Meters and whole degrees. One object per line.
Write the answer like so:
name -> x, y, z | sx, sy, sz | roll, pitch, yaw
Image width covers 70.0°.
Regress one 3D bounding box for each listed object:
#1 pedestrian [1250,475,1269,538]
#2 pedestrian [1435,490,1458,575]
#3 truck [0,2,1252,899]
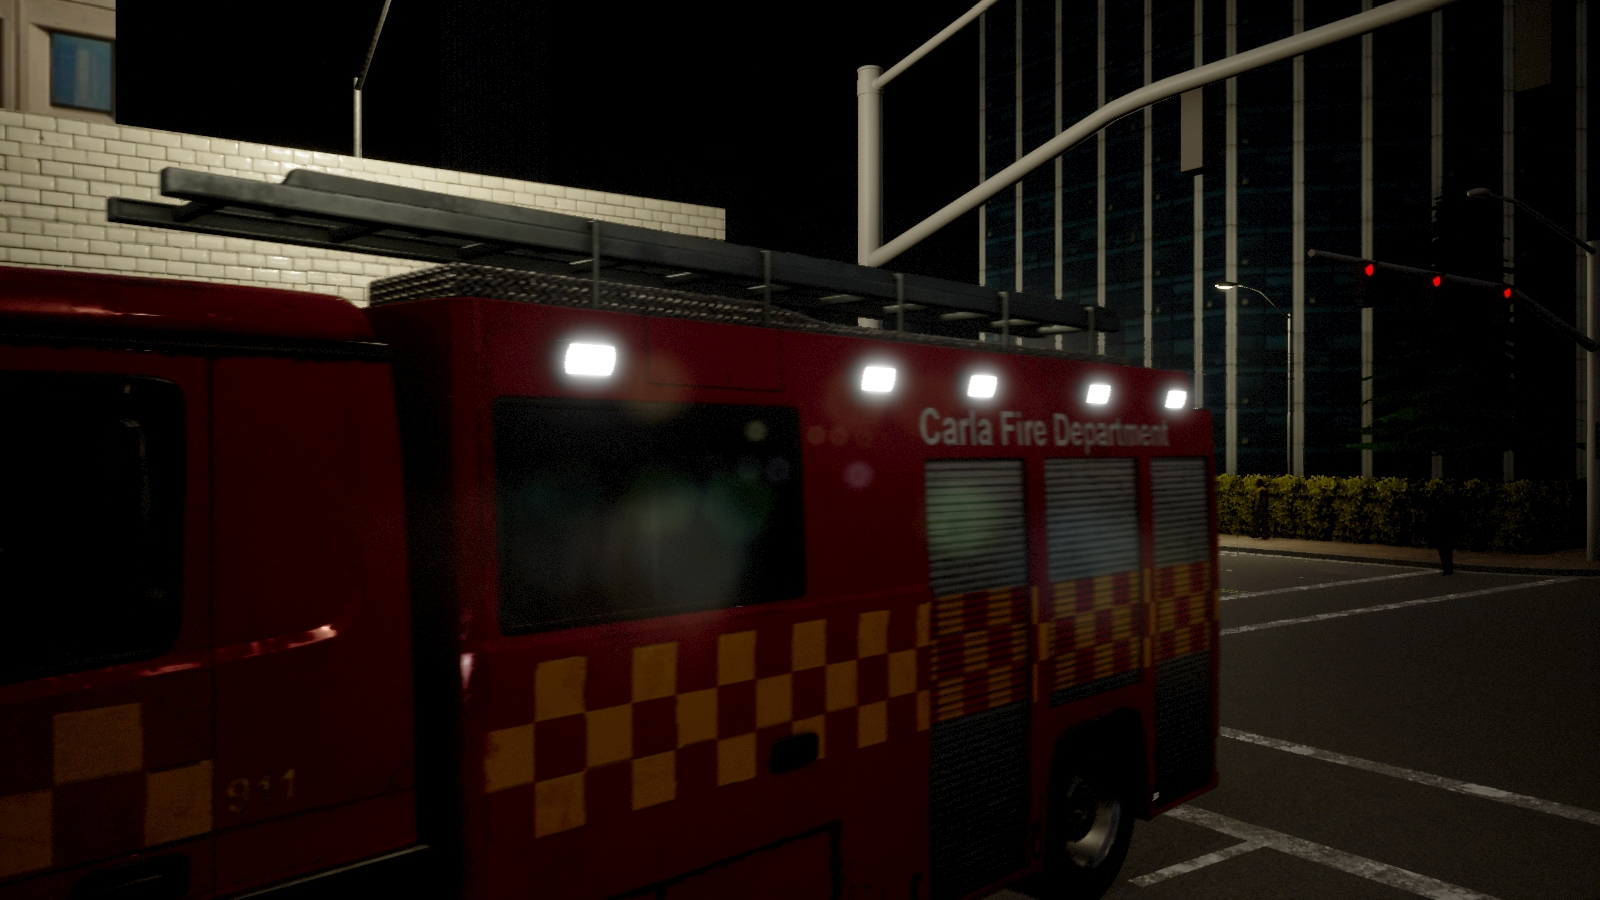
pedestrian -> 13.805, 1.695, 34.313 | 0.375, 1.860, 0.375 | 0, 0, -35
pedestrian -> 14.517, 1.848, 25.650 | 0.375, 1.860, 0.375 | 0, 0, 42
truck -> -0.894, 0.835, 5.857 | 2.891, 3.827, 8.468 | 0, 0, 45
